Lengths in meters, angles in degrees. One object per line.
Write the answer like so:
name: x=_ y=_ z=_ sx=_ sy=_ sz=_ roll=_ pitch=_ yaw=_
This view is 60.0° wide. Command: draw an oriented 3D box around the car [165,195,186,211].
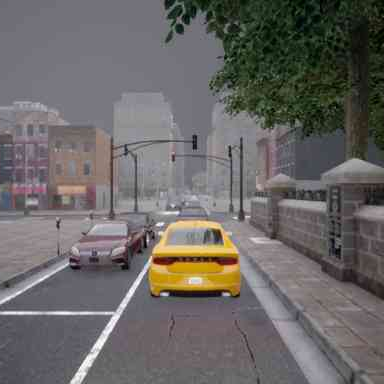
car: x=-2.222 y=1.482 z=41.666 sx=2.128 sy=1.511 sz=4.902 roll=0 pitch=0 yaw=0

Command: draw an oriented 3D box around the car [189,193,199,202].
car: x=0.395 y=1.508 z=66.876 sx=1.812 sy=1.442 sz=4.674 roll=0 pitch=0 yaw=0

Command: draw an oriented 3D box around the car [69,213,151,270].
car: x=-2.620 y=1.581 z=11.005 sx=1.802 sy=1.307 sz=4.206 roll=0 pitch=0 yaw=0

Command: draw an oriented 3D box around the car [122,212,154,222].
car: x=-2.614 y=1.565 z=14.668 sx=1.947 sy=1.339 sz=4.313 roll=0 pitch=0 yaw=0

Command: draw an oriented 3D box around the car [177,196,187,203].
car: x=-2.104 y=1.583 z=69.287 sx=1.895 sy=1.301 sz=4.718 roll=0 pitch=0 yaw=0

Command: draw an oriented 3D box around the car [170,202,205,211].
car: x=0.034 y=1.546 z=19.088 sx=2.033 sy=1.411 sz=5.357 roll=0 pitch=0 yaw=0

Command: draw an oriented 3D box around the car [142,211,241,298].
car: x=0.080 y=1.477 z=8.598 sx=1.882 sy=1.535 sz=5.008 roll=0 pitch=0 yaw=0
